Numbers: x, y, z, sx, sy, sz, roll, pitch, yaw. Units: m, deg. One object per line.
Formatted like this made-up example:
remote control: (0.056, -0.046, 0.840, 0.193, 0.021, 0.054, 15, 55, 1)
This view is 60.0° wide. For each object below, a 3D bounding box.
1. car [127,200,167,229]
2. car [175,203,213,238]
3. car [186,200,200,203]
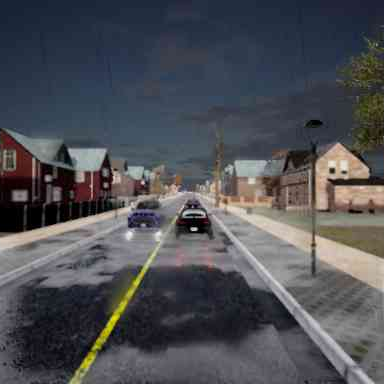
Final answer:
car: (-2.834, 1.358, 21.677, 2.097, 1.767, 4.553, 0, 0, 0)
car: (0.097, 1.531, 17.506, 1.812, 1.442, 4.674, 0, 0, 0)
car: (0.092, 1.555, 36.254, 2.033, 1.411, 5.357, 0, 0, 0)
